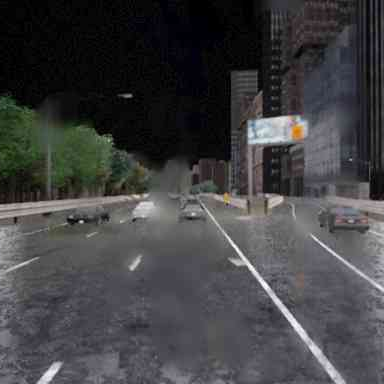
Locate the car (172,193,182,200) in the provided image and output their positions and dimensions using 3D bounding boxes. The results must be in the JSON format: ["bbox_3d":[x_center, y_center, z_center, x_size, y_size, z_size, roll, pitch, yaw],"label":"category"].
[{"bbox_3d":[-3.499,1.123,77.842,2.128,1.511,4.902,0,0,0],"label":"car"}]

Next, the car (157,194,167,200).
[{"bbox_3d":[-6.999,1.150,77.842,1.994,1.385,4.181,0,0,0],"label":"car"}]

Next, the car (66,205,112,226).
[{"bbox_3d":[-6.908,1.567,22.962,1.895,1.301,4.718,0,0,0],"label":"car"}]

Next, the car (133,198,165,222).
[{"bbox_3d":[-3.401,1.484,25.698,1.812,1.442,4.674,0,0,0],"label":"car"}]

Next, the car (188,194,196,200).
[{"bbox_3d":[0.001,1.150,77.842,1.994,1.385,4.181,0,0,0],"label":"car"}]

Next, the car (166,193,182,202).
[{"bbox_3d":[-3.499,1.151,67.807,2.097,1.767,4.553,0,0,0],"label":"car"}]

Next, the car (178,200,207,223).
[{"bbox_3d":[0.100,1.524,25.213,1.994,1.385,4.181,0,0,0],"label":"car"}]

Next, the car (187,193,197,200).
[{"bbox_3d":[0.001,1.359,67.804,1.994,1.385,4.181,0,0,0],"label":"car"}]

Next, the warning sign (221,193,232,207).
[{"bbox_3d":[4.538,1.011,44.042,1.300,1.860,1.060,-1,0,0],"label":"warning sign"}]

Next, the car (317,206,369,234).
[{"bbox_3d":[8.437,1.497,18.952,2.033,1.411,5.357,0,0,12],"label":"car"}]

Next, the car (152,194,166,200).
[{"bbox_3d":[-7.000,1.150,67.773,2.097,1.767,4.553,0,0,0],"label":"car"}]
